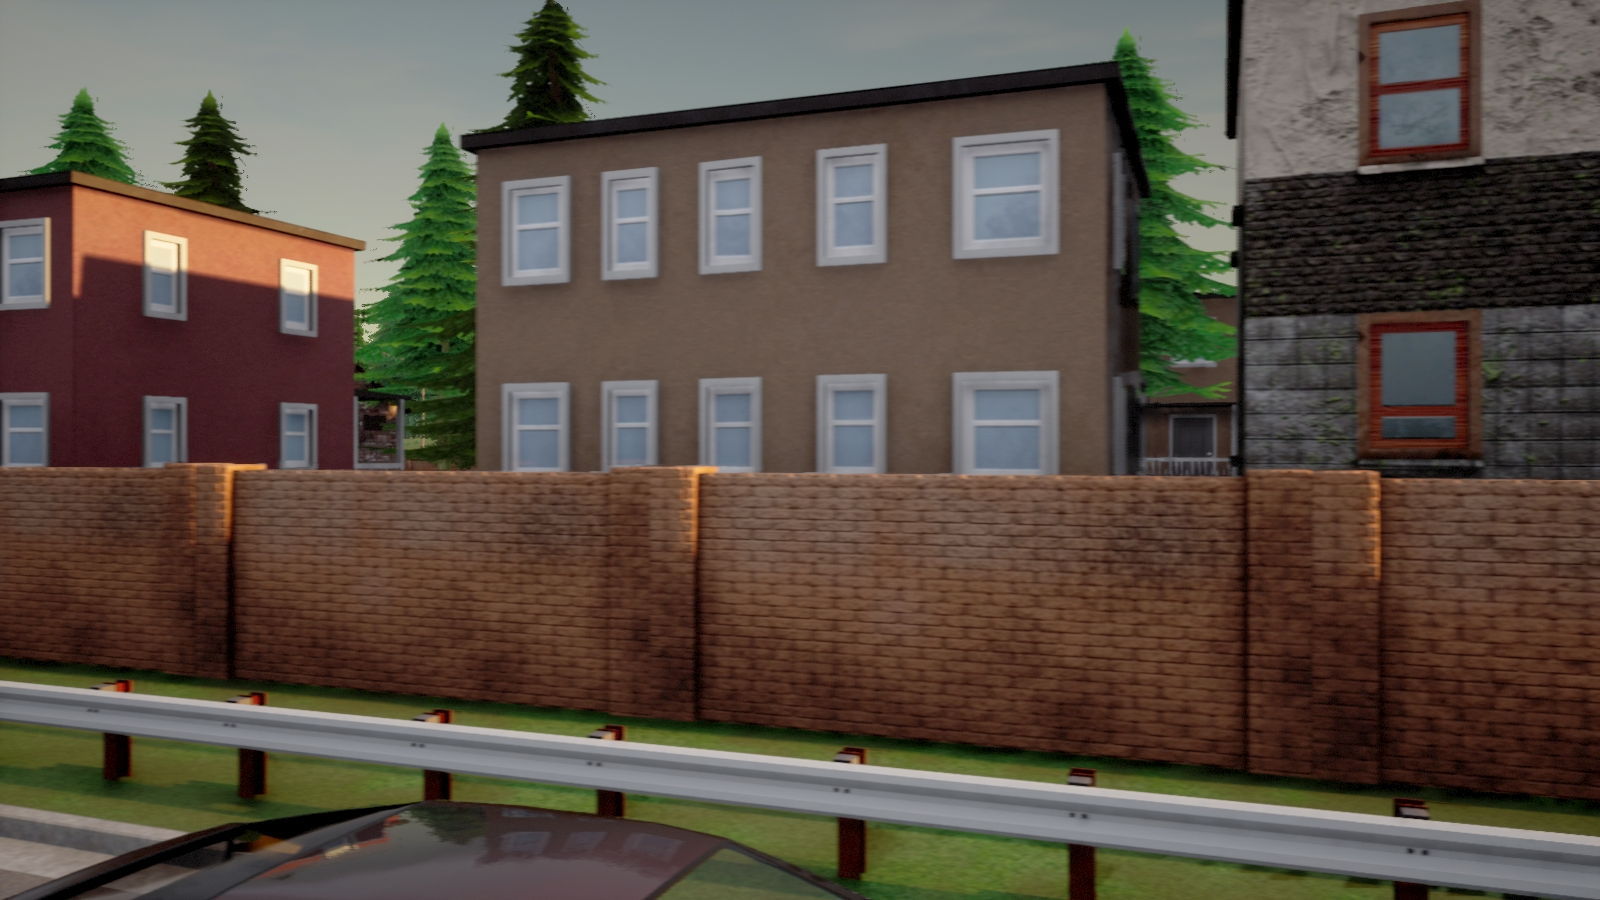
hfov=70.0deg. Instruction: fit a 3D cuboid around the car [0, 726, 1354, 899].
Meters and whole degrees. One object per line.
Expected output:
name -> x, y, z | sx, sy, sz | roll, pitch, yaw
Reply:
car -> -0.715, 2.039, 3.563 | 4.514, 1.525, 2.007 | 0, 0, 20
